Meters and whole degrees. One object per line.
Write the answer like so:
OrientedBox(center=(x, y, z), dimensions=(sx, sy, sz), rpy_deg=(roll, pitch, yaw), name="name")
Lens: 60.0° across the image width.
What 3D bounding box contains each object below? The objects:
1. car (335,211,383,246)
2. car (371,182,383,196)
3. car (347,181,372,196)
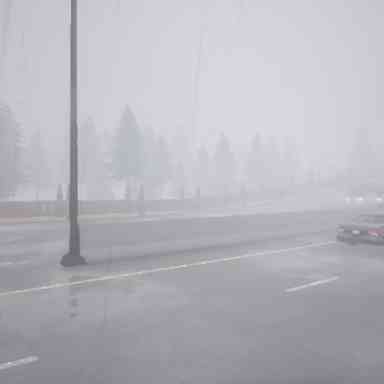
OrientedBox(center=(8.255, 1.499, 14.057), dimensions=(5.357, 1.411, 2.033), rpy_deg=(-2, 1, -35), name="car")
OrientedBox(center=(22.641, -0.383, 37.085), dimensions=(5.357, 1.411, 2.033), rpy_deg=(-9, 5, -35), name="car")
OrientedBox(center=(20.620, -0.419, 39.942), dimensions=(4.892, 1.490, 1.837), rpy_deg=(-9, 5, -35), name="car")
